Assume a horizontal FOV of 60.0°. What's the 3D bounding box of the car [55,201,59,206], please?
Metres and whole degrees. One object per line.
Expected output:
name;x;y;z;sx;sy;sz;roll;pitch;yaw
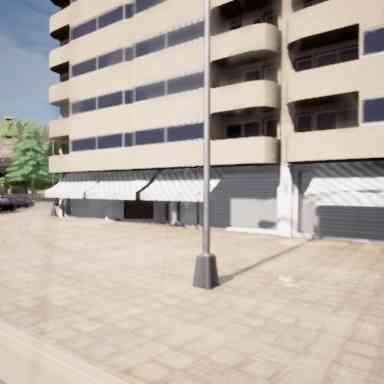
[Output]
car;-15.539;1.342;43.671;1.895;1.301;4.718;0;0;25

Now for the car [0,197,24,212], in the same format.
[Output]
car;-18.515;1.374;31.752;1.895;1.301;4.718;0;0;3

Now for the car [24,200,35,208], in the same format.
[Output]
car;-20.907;1.278;38.890;2.033;1.411;5.357;0;0;15
